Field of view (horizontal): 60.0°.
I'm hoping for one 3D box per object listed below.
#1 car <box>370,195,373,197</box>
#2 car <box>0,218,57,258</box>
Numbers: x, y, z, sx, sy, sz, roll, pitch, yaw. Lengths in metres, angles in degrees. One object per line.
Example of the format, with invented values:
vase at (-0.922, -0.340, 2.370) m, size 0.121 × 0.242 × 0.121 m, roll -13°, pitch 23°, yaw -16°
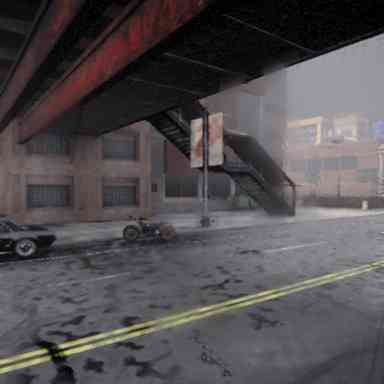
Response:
car at (33.245, 1.040, 59.629) m, size 4.553 × 1.767 × 2.185 m, roll 0°, pitch 0°, yaw -36°
car at (-7.241, 1.588, 11.170) m, size 4.718 × 1.301 × 1.895 m, roll 0°, pitch 0°, yaw -36°
